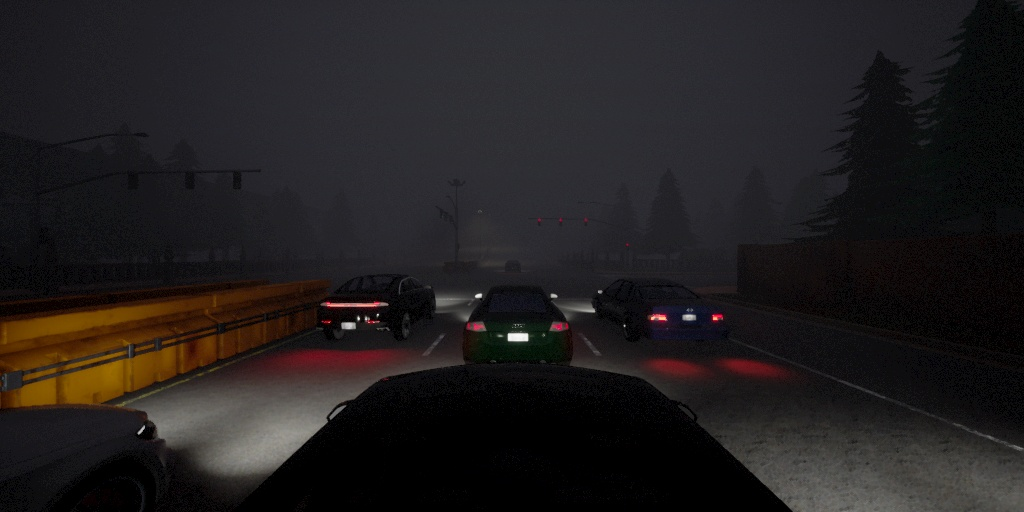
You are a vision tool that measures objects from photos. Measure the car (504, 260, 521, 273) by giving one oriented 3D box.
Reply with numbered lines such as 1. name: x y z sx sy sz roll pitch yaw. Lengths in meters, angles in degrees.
1. car: 0.100 1.228 43.862 1.882 1.535 5.008 0 0 0

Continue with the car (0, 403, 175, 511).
1. car: -3.403 1.276 0.651 1.812 1.442 4.674 0 0 0

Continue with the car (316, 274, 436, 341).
1. car: -3.400 1.241 9.887 2.128 1.511 4.902 0 0 0

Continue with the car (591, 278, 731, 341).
1. car: 3.600 1.297 9.793 2.033 1.411 5.357 0 0 0

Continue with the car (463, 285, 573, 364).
1. car: 0.099 1.314 7.936 1.994 1.385 4.181 0 0 0
